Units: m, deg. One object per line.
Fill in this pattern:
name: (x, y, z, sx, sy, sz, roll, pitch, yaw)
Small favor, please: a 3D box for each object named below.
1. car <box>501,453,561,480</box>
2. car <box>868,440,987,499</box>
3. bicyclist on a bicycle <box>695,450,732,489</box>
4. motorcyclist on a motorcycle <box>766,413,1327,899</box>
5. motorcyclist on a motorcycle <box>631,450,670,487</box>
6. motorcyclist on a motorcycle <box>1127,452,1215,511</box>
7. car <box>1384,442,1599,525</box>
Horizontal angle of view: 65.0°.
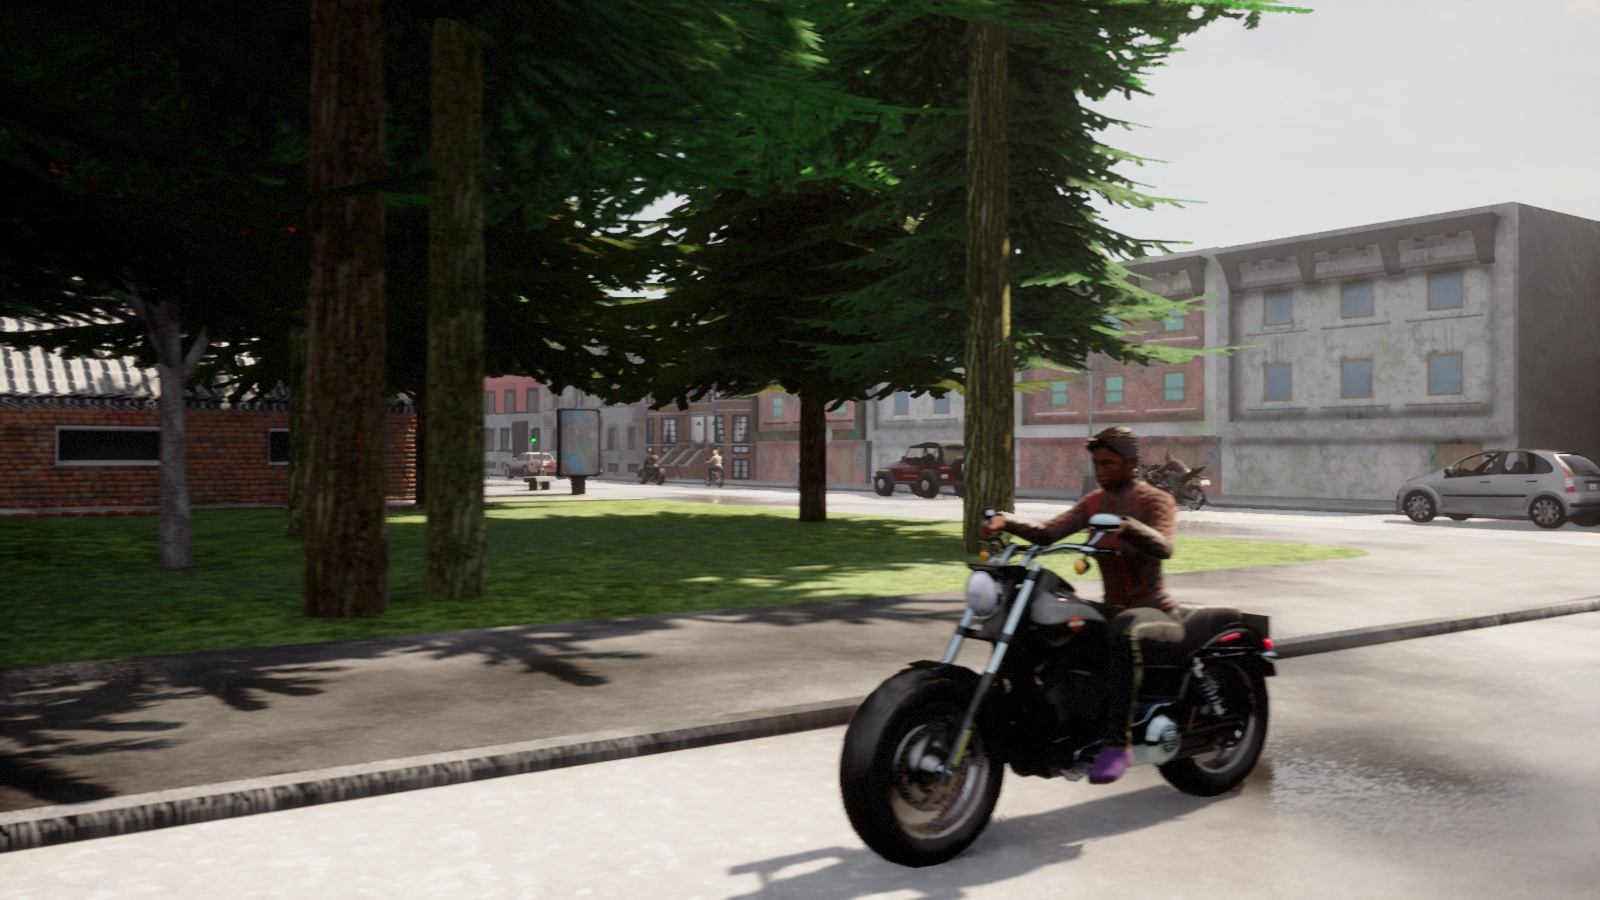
car: (-15.015, 0.908, 69.966, 1.970, 1.475, 3.806, 0, 0, -35)
car: (4.208, 0.627, 42.045, 1.905, 1.878, 3.866, 0, -1, -35)
bicyclist on a bicycle: (-3.698, 0.813, 53.559, 0.866, 1.612, 1.509, 0, 2, -35)
motorcyclist on a motorcycle: (1.061, 0.704, 5.004, 2.350, 1.649, 0.766, 0, 0, -35)
motorcyclist on a motorcycle: (-6.941, 0.847, 58.263, 0.766, 1.649, 2.350, 0, 0, -34)
motorcyclist on a motorcycle: (9.932, 0.836, 33.723, 0.866, 1.530, 2.191, 0, 0, -35)
car: (14.792, 0.670, 26.625, 1.851, 1.617, 3.988, 0, 0, -32)
